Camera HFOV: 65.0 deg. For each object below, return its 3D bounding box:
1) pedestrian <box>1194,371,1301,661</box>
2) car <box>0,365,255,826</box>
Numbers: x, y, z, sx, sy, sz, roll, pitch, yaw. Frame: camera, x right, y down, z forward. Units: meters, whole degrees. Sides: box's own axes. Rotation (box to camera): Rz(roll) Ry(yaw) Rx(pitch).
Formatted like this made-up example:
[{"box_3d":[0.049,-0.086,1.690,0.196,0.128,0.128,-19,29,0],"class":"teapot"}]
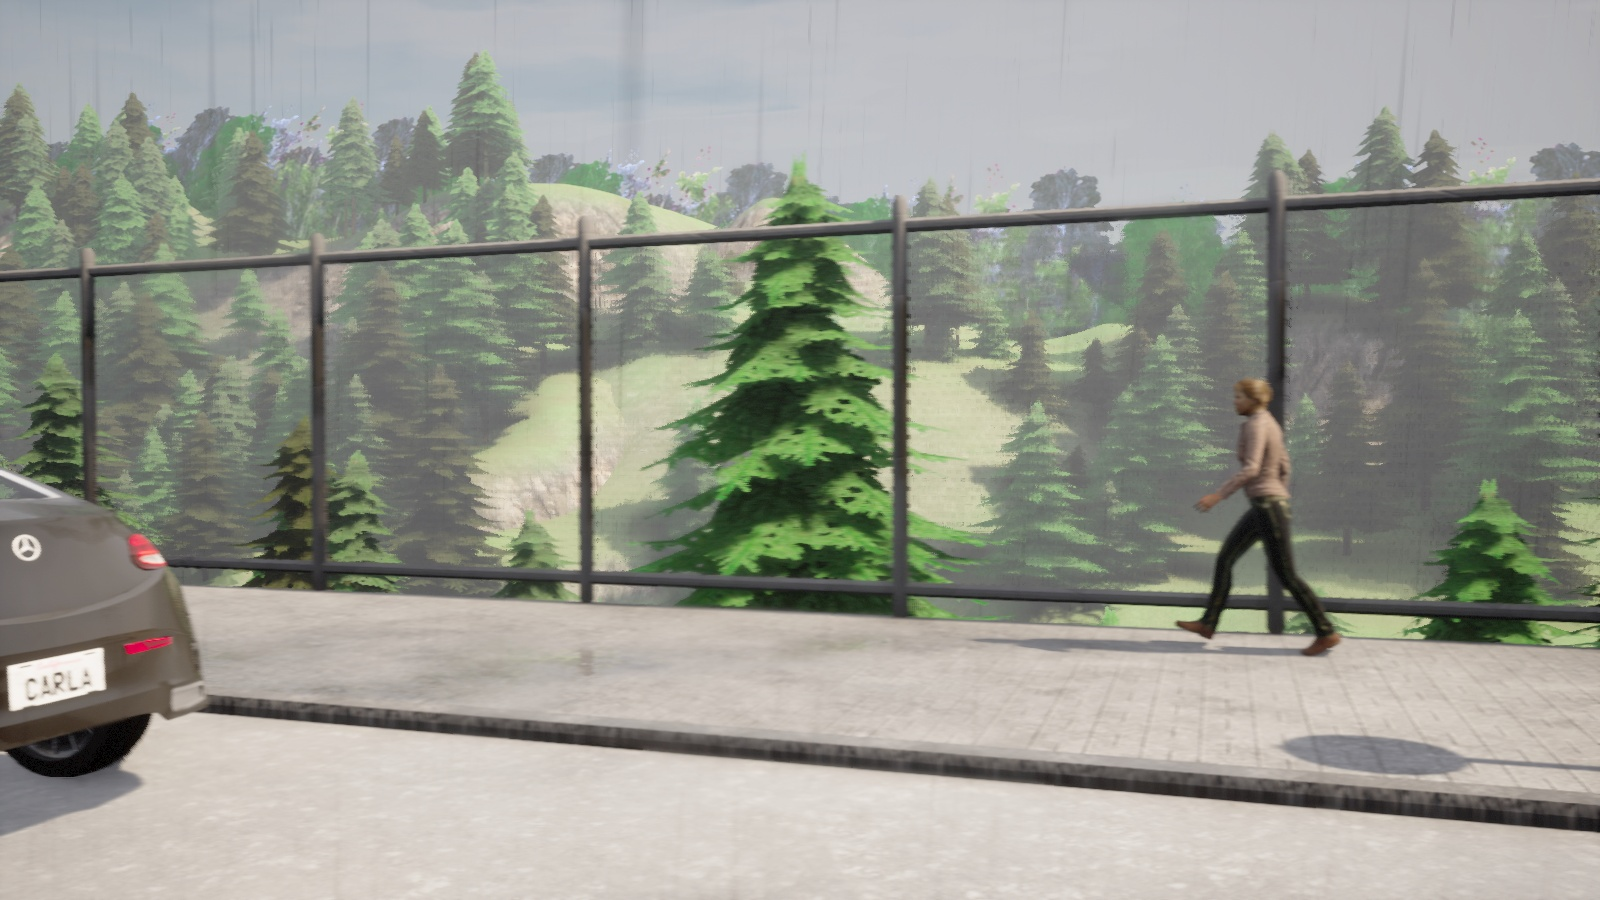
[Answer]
[{"box_3d":[2.924,0.416,8.225,0.634,1.846,0.331,1,1,19],"class":"pedestrian"},{"box_3d":[-5.192,0.498,5.465,5.027,1.651,2.152,1,1,19],"class":"car"}]
